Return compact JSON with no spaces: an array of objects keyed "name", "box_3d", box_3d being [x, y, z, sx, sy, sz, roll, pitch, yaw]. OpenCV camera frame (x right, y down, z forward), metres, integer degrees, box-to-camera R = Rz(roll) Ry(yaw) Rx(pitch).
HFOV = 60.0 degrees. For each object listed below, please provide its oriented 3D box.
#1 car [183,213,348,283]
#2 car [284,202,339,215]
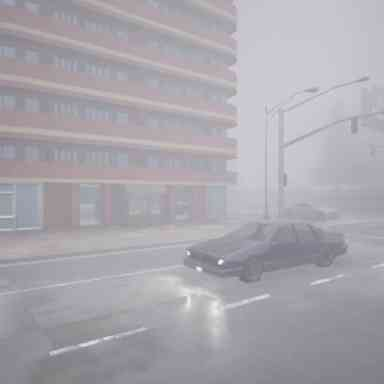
[{"name":"car","box_3d":[2.391,1.550,9.831,5.357,1.411,2.033,0,0,-34]},{"name":"car","box_3d":[9.834,1.534,27.658,1.812,1.442,4.674,0,0,-34]}]
